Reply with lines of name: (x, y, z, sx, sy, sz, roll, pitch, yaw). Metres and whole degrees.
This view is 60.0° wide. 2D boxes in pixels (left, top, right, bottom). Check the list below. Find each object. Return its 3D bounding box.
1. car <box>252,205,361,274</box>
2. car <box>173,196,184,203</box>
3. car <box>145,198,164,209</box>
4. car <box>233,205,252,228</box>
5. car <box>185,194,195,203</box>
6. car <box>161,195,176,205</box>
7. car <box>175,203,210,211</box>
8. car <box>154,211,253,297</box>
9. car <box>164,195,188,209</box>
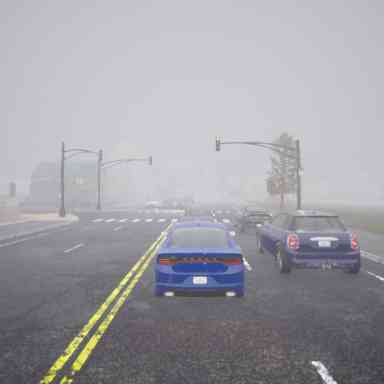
car: (3.448, 1.359, 10.721, 2.097, 1.767, 4.553, 0, 0, 1)
car: (-3.120, 1.701, 77.519, 2.033, 1.411, 5.357, 0, 0, 5)
car: (-5.331, 1.599, 46.900, 1.812, 1.442, 4.674, 0, 0, 3)
car: (3.613, 1.520, 19.873, 1.837, 1.490, 4.892, 0, 0, 1)
car: (-0.643, 1.352, 67.944, 2.150, 2.045, 5.566, 0, -1, 5)
car: (-4.344, 1.465, 62.360, 2.097, 1.767, 4.553, 0, 0, 4)
car: (0.322, 1.562, 18.441, 2.033, 1.411, 5.357, 0, 0, 1)
car: (0.167, 1.483, 8.628, 1.882, 1.535, 5.008, 0, 0, 0)
car: (-2.120, 1.558, 45.829, 2.128, 1.511, 4.902, 0, 0, 3)
